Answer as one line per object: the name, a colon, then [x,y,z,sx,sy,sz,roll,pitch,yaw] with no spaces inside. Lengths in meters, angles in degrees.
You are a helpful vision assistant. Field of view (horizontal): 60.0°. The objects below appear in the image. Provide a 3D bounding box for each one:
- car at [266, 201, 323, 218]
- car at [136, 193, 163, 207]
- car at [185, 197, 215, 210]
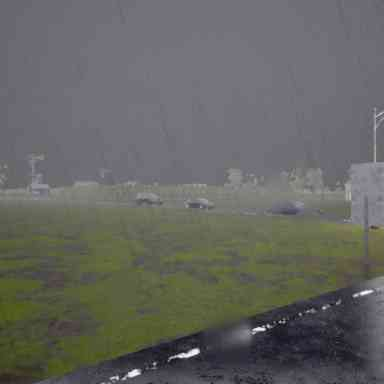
car: [9.248,1.532,30.630,2.033,1.411,5.357,0,0,-33]
car: [-6.854,1.191,53.008,2.150,2.045,5.566,0,1,-37]
car: [0.941,1.485,42.692,1.837,1.490,4.892,0,0,-36]
